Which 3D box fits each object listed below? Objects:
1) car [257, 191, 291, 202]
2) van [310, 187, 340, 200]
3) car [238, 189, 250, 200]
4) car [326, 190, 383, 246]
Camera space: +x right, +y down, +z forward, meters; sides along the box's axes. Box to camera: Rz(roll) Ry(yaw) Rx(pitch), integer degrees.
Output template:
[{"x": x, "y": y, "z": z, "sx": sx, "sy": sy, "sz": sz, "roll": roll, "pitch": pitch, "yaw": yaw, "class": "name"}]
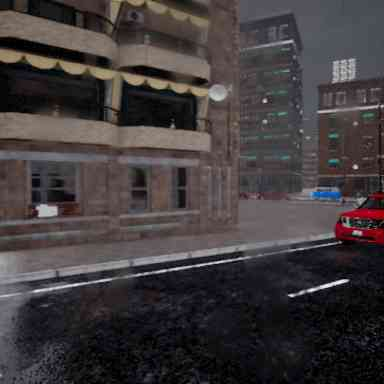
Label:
[{"x": 10.265, "y": 0.553, "z": 41.775, "sx": 4.206, "sy": 1.307, "sz": 1.802, "roll": 1, "pitch": 1, "yaw": 24, "class": "car"}, {"x": 18.937, "y": 0.271, "z": 47.063, "sx": 3.998, "sy": 1.788, "sz": 1.690, "roll": 1, "pitch": 1, "yaw": 24, "class": "van"}, {"x": 5.134, "y": 0.164, "z": 44.083, "sx": 5.009, "sy": 1.841, "sz": 2.192, "roll": 1, "pitch": 0, "yaw": 24, "class": "car"}, {"x": 7.983, "y": 1.053, "z": 13.056, "sx": 5.566, "sy": 2.045, "sz": 2.150, "roll": 0, "pitch": 1, "yaw": -35, "class": "car"}]
